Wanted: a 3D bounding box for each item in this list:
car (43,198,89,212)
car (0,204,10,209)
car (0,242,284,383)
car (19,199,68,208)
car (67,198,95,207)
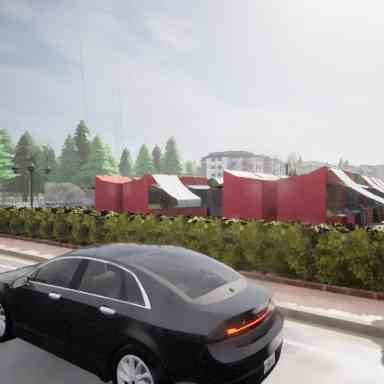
[{"bbox_3d":[-15.252,1.547,40.559,2.128,1.511,4.902,0,0,36],"label":"car"},{"bbox_3d":[-20.862,1.603,32.821,2.033,1.411,5.357,0,0,39],"label":"car"},{"bbox_3d":[-1.173,1.505,4.839,4.892,1.490,1.837,0,0,36],"label":"car"},{"bbox_3d":[-15.516,1.656,34.248,1.895,1.301,4.718,0,0,36],"label":"car"},{"bbox_3d":[-10.072,1.603,35.442,2.033,1.411,5.357,0,0,36],"label":"car"}]
